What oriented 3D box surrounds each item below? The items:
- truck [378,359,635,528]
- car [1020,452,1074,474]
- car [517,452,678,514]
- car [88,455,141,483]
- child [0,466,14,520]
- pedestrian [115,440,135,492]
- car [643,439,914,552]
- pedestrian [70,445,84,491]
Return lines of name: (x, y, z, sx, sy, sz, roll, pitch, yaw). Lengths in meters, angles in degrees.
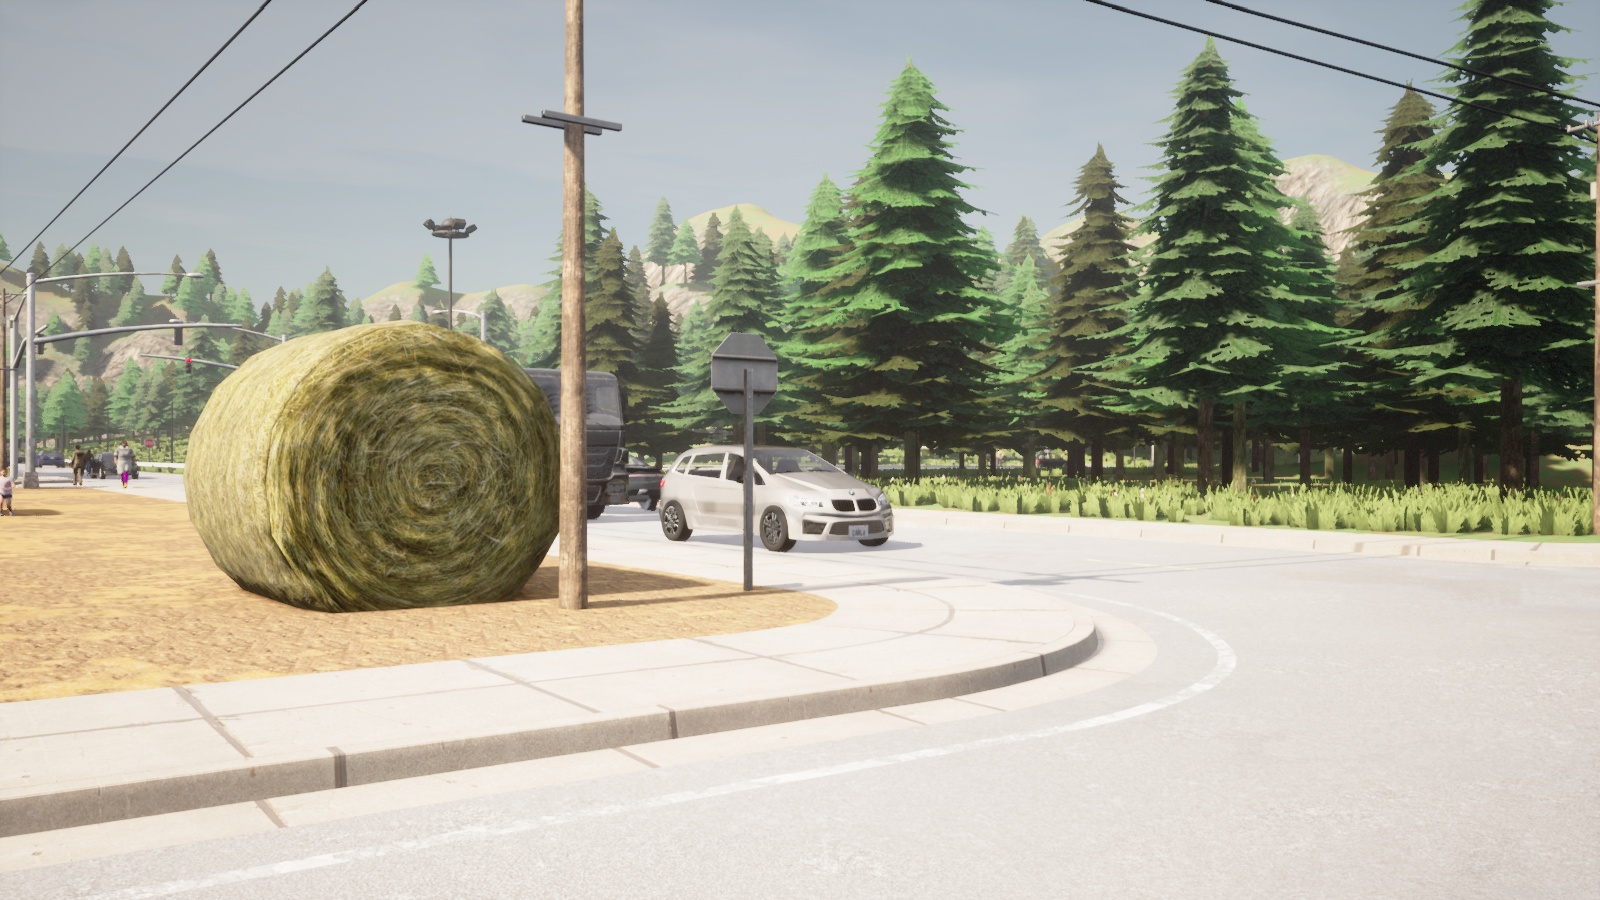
truck: (-7.195, -0.116, 29.783, 2.891, 3.462, 7.936, 0, 0, -38)
car: (17.822, 0.903, 90.697, 3.705, 1.549, 1.789, 0, 0, -36)
car: (-5.435, 0.826, 33.233, 2.128, 1.511, 4.902, 0, 0, -38)
car: (-38.275, 1.036, 70.097, 1.837, 1.490, 4.892, 0, 0, -38)
child: (-16.463, 0.893, 26.011, 0.255, 1.110, 0.394, 0, 0, -22)
pedestrian: (-25.343, 0.594, 47.144, 0.659, 1.952, 0.873, 0, 0, -27)
car: (-0.478, 0.674, 21.074, 2.242, 1.667, 4.611, 0, 0, -37)
pedestrian: (-30.537, 0.749, 53.060, 0.396, 1.930, 0.692, 0, 0, -41)
